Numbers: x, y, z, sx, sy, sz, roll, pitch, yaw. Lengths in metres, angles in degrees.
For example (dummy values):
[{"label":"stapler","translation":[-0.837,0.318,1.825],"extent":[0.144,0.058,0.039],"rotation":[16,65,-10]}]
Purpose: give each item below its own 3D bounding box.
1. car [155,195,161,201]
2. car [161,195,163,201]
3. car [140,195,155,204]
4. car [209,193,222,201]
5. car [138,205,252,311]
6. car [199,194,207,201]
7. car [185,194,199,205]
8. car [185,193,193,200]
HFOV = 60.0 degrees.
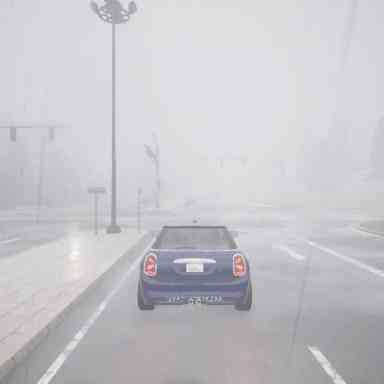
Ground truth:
[{"label":"car","translation":[-8.529,1.500,73.612],"extent":[1.837,1.490,4.892],"rotation":[0,0,-1]},{"label":"car","translation":[-8.785,1.526,88.801],"extent":[2.033,1.411,5.357],"rotation":[0,0,-1]},{"label":"car","translation":[-8.388,1.504,61.420],"extent":[1.837,1.490,4.892],"rotation":[0,0,-1]},{"label":"car","translation":[6.280,1.215,85.063],"extent":[2.150,2.045,5.566],"rotation":[0,0,-1]},{"label":"car","translation":[0.063,1.352,7.946],"extent":[2.097,1.767,4.553],"rotation":[0,0,0]},{"label":"car","translation":[2.775,1.513,85.331],"extent":[1.812,1.442,4.674],"rotation":[0,0,-1]},{"label":"car","translation":[-0.210,1.526,54.766],"extent":[1.812,1.442,4.674],"rotation":[0,0,-1]},{"label":"car","translation":[-0.899,1.189,95.625],"extent":[2.150,2.045,5.566],"rotation":[0,0,-1]}]
